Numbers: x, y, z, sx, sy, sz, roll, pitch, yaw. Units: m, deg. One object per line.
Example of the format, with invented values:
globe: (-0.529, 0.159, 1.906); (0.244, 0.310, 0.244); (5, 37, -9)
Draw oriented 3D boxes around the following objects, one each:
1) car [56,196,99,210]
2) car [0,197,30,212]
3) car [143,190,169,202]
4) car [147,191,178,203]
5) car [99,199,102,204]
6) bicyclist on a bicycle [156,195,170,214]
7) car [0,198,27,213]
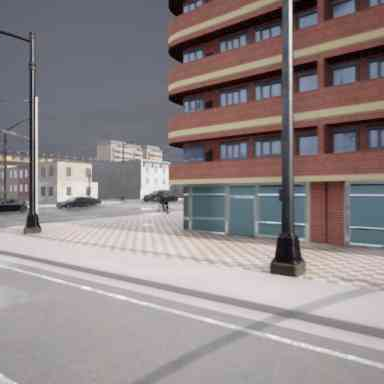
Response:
car: (-14.331, 1.348, 40.978); (1.812, 1.442, 4.674); (0, 1, 37)
car: (-21.287, 1.422, 37.484); (2.128, 1.511, 4.902); (0, 1, 37)
car: (-6.038, 0.726, 57.957); (2.150, 2.045, 5.566); (0, 1, 38)
car: (-4.373, 1.021, 54.350); (2.128, 1.511, 4.902); (0, 1, 37)
car: (-15.080, 1.318, 45.843); (2.033, 1.411, 5.357); (0, 1, 37)
bicyclist on a bicycle: (-2.546, 1.130, 29.192); (1.656, 1.620, 0.582); (-1, 0, 37)
car: (-19.312, 1.502, 34.272); (1.994, 1.385, 4.181); (0, 1, 37)
